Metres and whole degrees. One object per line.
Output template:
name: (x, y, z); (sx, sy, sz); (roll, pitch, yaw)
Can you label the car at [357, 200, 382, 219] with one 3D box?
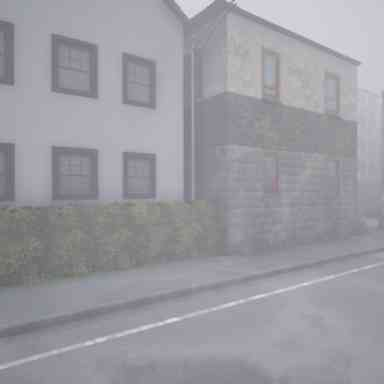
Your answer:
car: (15.472, 1.420, 27.325); (2.097, 1.767, 4.553); (0, 0, -32)
